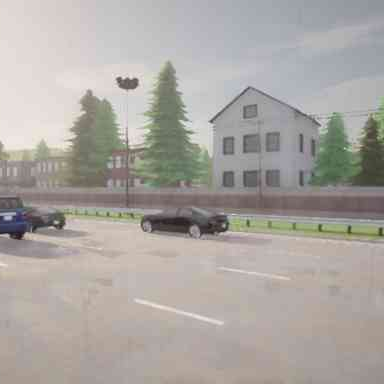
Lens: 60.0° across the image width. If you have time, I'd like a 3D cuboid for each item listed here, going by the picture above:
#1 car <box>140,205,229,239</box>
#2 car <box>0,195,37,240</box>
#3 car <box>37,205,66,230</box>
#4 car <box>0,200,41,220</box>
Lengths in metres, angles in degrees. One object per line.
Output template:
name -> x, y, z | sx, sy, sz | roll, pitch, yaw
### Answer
car -> -0.489, 1.433, 17.232 | 5.008, 1.535, 1.882 | 0, 0, 36
car -> -9.732, 1.149, 15.225 | 5.566, 2.045, 2.150 | 0, 0, 35
car -> -9.115, 1.445, 19.084 | 4.674, 1.442, 1.812 | 0, 0, 35
car -> -14.995, 1.424, 27.573 | 5.357, 1.411, 2.033 | 0, 0, 35
